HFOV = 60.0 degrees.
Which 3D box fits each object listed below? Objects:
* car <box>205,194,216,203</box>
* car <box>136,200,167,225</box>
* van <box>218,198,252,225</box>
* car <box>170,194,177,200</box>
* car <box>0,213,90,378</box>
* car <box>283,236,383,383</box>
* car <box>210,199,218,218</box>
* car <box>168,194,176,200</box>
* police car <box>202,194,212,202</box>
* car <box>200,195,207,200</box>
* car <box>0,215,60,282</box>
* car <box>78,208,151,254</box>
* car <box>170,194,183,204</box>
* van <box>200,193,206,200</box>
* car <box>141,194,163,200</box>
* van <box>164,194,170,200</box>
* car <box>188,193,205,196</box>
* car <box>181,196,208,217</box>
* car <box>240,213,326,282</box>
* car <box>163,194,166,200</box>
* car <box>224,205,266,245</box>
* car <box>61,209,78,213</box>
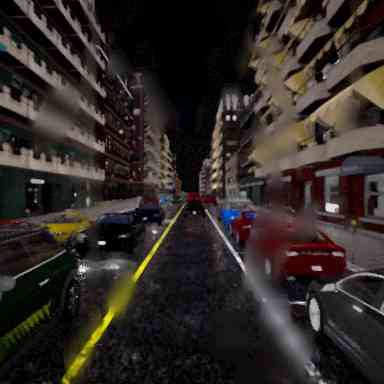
[{"bbox_3d":[2.921,1.228,54.798,2.192,1.841,5.009,1,0,0],"label":"car"},{"bbox_3d":[-2.969,1.513,23.291,1.994,1.385,4.181,0,0,1],"label":"car"},{"bbox_3d":[2.781,1.303,20.826,1.690,1.788,3.998,1,0,0],"label":"van"},{"bbox_3d":[-5.299,1.399,94.296,1.752,1.417,4.829,0,0,0],"label":"car"},{"bbox_3d":[-3.088,1.338,4.177,2.097,1.767,4.553,0,0,0],"label":"car"},{"bbox_3d":[2.709,1.546,3.839,2.008,1.369,4.403,1,0,0],"label":"car"},{"bbox_3d":[2.802,1.504,26.488,2.008,1.369,4.403,1,0,0],"label":"car"},{"bbox_3d":[-5.323,1.401,88.634,1.752,1.417,4.829,0,0,0],"label":"car"},{"bbox_3d":[3.294,1.323,72.340,1.930,1.638,5.238,0,0,0],"label":"police car"},{"bbox_3d":[3.058,1.455,88.769,1.947,1.339,4.313,0,0,0],"label":"car"},{"bbox_3d":[-5.648,1.515,9.536,1.887,1.381,4.507,1,0,0],"label":"car"},{"bbox_3d":[-3.042,1.531,13.242,1.994,1.385,4.181,0,0,1],"label":"car"},{"bbox_3d":[-2.784,1.250,61.526,2.097,1.767,4.553,0,0,1],"label":"car"},{"bbox_3d":[3.084,1.228,94.432,1.690,1.788,3.998,0,0,0],"label":"van"},{"bbox_3d":[-5.506,1.230,43.508,2.192,1.841,5.009,1,0,0],"label":"car"},{"bbox_3d":[-5.436,1.235,60.494,1.690,1.788,3.998,1,0,0],"label":"van"},{"bbox_3d":[0.284,1.145,45.623,2.150,2.045,5.566,0,0,0],"label":"car"},{"bbox_3d":[0.221,1.450,30.229,1.837,1.490,4.892,0,1,0],"label":"car"},{"bbox_3d":[2.732,1.529,9.502,1.887,1.381,4.507,1,0,0],"label":"car"},{"bbox_3d":[-5.484,1.458,49.169,2.008,1.369,4.403,1,0,0],"label":"car"},{"bbox_3d":[2.756,1.517,15.163,1.887,1.381,4.507,1,0,0],"label":"car"},{"bbox_3d":[-5.625,1.485,15.027,1.752,1.417,4.829,1,0,0],"label":"car"}]
